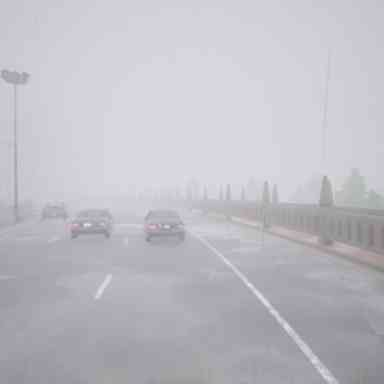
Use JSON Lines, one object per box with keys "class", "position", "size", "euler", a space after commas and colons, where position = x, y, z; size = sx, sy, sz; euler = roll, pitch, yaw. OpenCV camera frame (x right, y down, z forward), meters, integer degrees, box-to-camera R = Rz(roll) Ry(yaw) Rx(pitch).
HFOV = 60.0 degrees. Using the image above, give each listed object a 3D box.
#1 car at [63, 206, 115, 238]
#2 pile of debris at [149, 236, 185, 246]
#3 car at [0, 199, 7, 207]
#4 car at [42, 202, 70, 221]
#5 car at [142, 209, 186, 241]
{"class": "car", "position": [-5.218, 1.578, 17.839], "size": [2.033, 1.411, 5.357], "euler": [0, 0, -11]}
{"class": "pile of debris", "position": [-1.184, 2.190, 15.006], "size": [1.500, 0.140, 1.860], "euler": [0, 0, -9]}
{"class": "car", "position": [-27.238, 1.678, 46.767], "size": [2.033, 1.411, 5.357], "euler": [0, 0, -29]}
{"class": "car", "position": [-11.273, 1.551, 27.745], "size": [2.128, 1.511, 4.902], "euler": [0, 0, -17]}
{"class": "car", "position": [-1.509, 1.564, 16.884], "size": [2.033, 1.411, 5.357], "euler": [0, 0, -10]}
